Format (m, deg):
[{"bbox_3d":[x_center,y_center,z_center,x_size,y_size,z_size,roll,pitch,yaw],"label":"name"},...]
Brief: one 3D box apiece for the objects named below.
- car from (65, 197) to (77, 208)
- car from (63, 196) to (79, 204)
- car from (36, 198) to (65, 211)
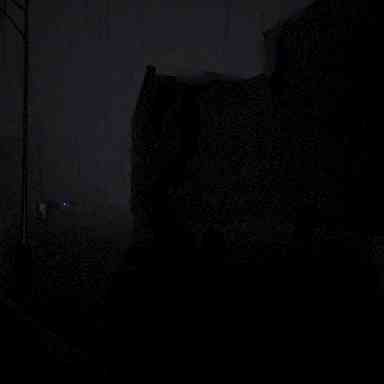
[{"bbox_3d":[-19.902,1.722,53.484,1.812,1.442,4.674,1,0,-7],"label":"car"},{"bbox_3d":[-25.460,1.725,69.943,2.128,1.511,4.902,1,0,-7],"label":"car"},{"bbox_3d":[-18.558,1.633,42.980,2.128,1.511,4.902,1,0,-6],"label":"car"}]
